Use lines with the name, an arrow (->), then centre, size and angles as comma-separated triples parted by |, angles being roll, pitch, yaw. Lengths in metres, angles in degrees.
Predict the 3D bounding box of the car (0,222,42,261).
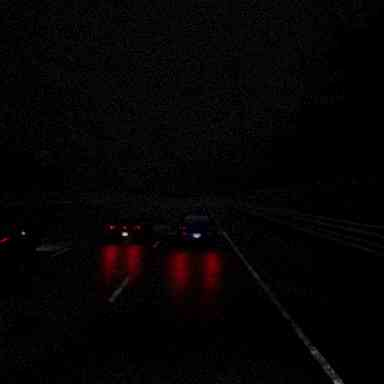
car -> -6.838, 1.651, 10.631 | 2.033, 1.411, 5.357 | 0, -1, 1

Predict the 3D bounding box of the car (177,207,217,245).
car -> 0.236, 1.698, 16.394 | 1.812, 1.442, 4.674 | 0, -1, 1

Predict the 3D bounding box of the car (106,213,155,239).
car -> -3.233, 1.796, 18.496 | 1.895, 1.301, 4.718 | 0, -1, 1

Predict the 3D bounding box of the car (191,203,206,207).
car -> 0.625, 1.891, 33.869 | 2.128, 1.511, 4.902 | 0, -1, 2
